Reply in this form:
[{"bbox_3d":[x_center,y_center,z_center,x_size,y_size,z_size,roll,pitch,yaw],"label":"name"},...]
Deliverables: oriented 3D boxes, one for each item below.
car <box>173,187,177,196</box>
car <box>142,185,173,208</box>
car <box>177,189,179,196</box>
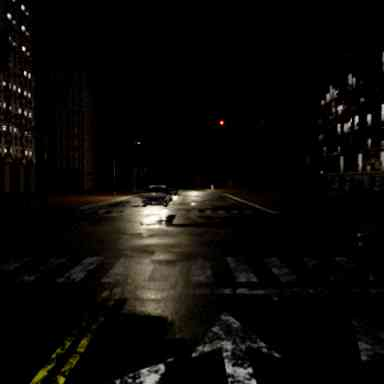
[{"bbox_3d":[-3.248,0.406,39.956,2.033,1.411,5.357,0,2,0],"label":"car"},{"bbox_3d":[-3.249,0.436,31.085,2.150,2.045,5.566,0,3,0],"label":"car"},{"bbox_3d":[-3.279,-0.131,56.245,2.128,1.511,4.902,0,2,0],"label":"car"}]
